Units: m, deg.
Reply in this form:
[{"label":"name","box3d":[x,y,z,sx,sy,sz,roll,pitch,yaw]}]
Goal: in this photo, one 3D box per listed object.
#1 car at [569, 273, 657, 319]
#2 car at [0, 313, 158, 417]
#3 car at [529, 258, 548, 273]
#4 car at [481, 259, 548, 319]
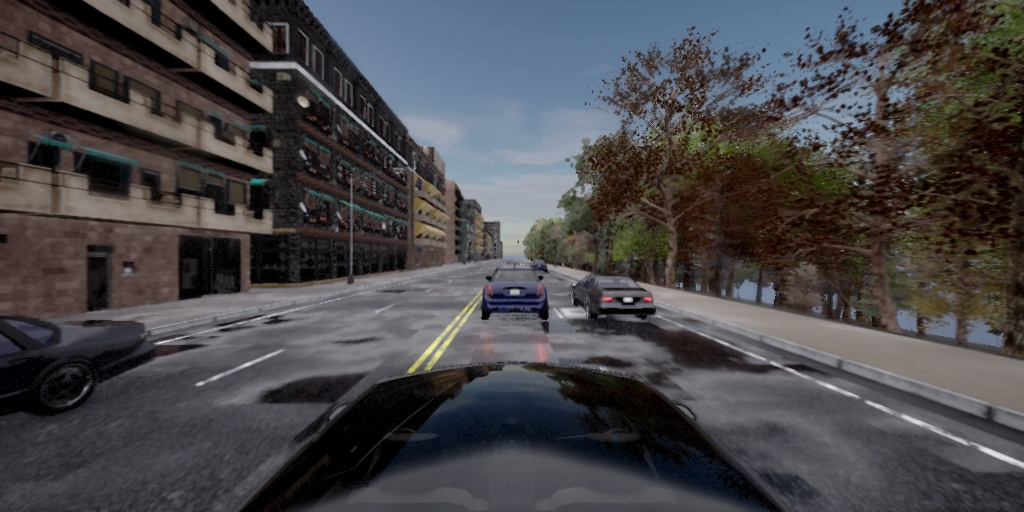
[{"label":"car","box3d":[3.344,1.312,12.852,2.033,1.411,5.357,0,0,0]},{"label":"car","box3d":[-6.583,1.300,3.270,2.033,1.411,5.357,0,0,0]},{"label":"car","box3d":[3.340,1.168,46.256,2.097,1.767,4.553,0,0,0]},{"label":"car","box3d":[0.091,1.115,12.978,2.097,1.767,4.553,0,0,0]}]
